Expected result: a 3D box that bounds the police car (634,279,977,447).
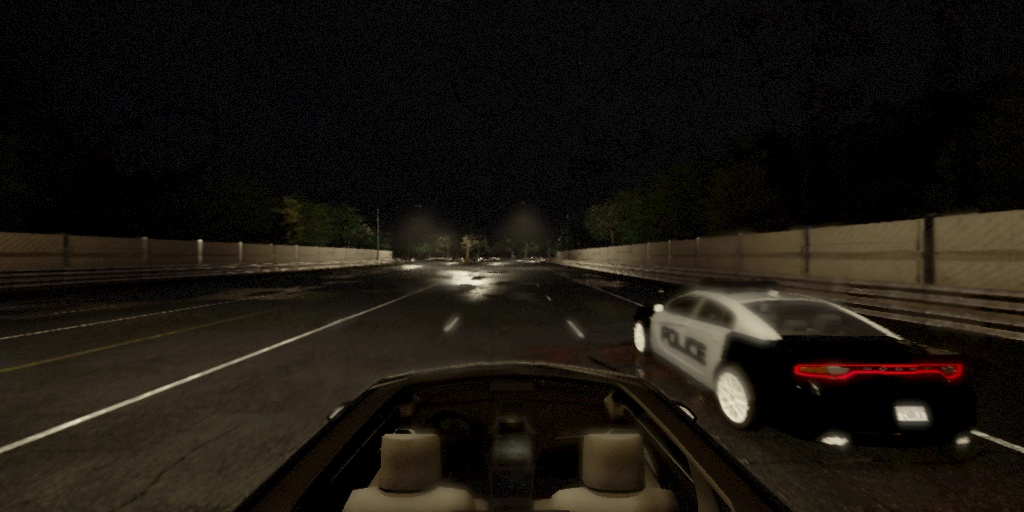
[{"bbox_3d":[3.500,1.183,5.724,1.930,1.638,5.238,0,0,0],"label":"police car"}]
